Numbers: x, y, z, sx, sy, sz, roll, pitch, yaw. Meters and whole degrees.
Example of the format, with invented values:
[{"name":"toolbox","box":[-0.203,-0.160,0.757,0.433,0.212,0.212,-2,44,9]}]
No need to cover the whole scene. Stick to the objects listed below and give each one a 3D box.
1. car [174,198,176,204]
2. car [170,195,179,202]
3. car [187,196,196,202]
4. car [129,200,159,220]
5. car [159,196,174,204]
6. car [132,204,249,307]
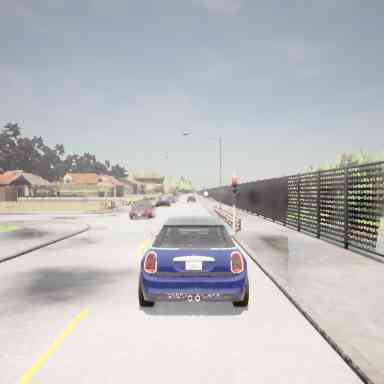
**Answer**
[{"name":"car","box":[-4.159,1.525,64.987,1.812,1.442,4.674,0,0,0]},{"name":"car","box":[-4.149,1.524,80.607,2.033,1.411,5.357,0,0,0]},{"name":"car","box":[-0.133,1.524,75.088,1.812,1.442,4.674,0,0,0]},{"name":"car","box":[-4.146,1.525,28.448,1.812,1.442,4.674,0,0,0]},{"name":"car","box":[-4.188,1.601,49.712,1.895,1.301,4.718,0,0,0]},{"name":"car","box":[0.038,1.352,8.138,2.097,1.767,4.553,0,0,0]}]
